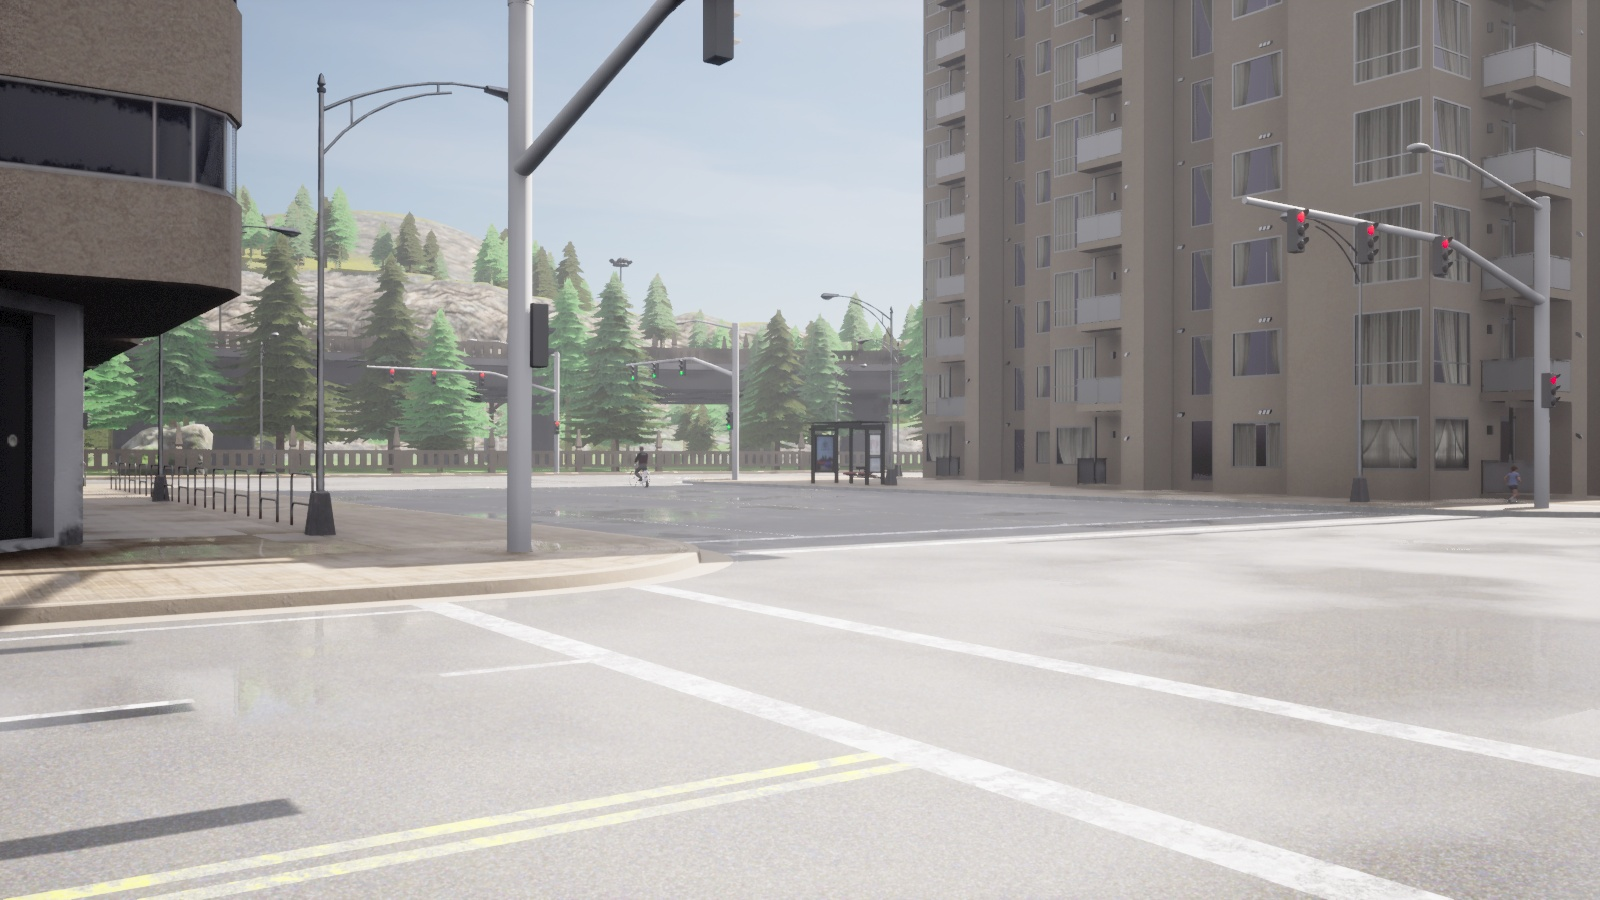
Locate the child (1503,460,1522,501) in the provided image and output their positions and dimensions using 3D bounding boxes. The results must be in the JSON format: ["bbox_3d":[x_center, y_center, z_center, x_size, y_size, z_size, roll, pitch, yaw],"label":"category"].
[{"bbox_3d":[19.286,0.826,33.974,0.394,1.110,0.255,0,0,-20],"label":"child"}]
